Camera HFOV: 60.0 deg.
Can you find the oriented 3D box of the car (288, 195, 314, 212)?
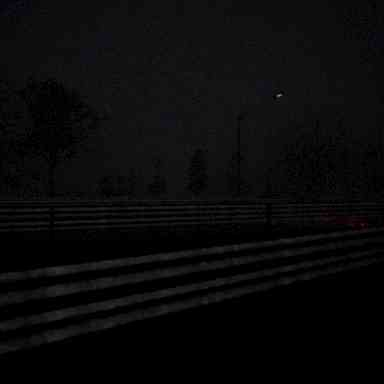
[{"bbox_3d":[11.850,1.095,33.183,4.553,1.767,2.097,0,0,-23],"label":"car"}]

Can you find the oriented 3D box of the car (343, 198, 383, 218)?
[{"bbox_3d":[15.128,1.232,26.963,4.902,1.511,2.128,0,0,-23],"label":"car"}]

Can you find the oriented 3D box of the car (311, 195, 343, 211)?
[{"bbox_3d":[13.513,1.268,30.070,4.674,1.442,1.812,0,0,-23],"label":"car"}]
